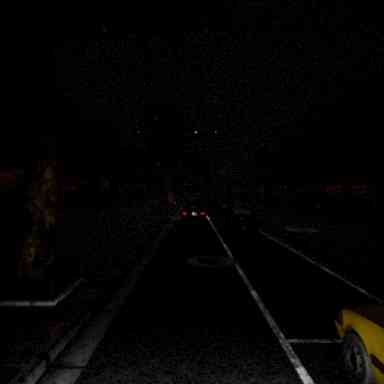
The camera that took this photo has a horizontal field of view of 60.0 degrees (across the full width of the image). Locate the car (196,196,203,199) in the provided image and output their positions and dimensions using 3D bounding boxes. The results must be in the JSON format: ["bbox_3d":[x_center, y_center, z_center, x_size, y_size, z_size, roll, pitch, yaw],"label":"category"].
[{"bbox_3d":[0.100,1.569,43.805,1.895,1.301,4.718,0,0,0],"label":"car"}]

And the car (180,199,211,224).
[{"bbox_3d":[0.101,1.538,25.029,2.033,1.411,5.357,0,0,0],"label":"car"}]

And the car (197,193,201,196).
[{"bbox_3d":[2.650,1.260,63.171,2.192,1.841,5.009,1,0,0],"label":"car"}]

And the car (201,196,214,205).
[{"bbox_3d":[2.647,1.496,57.630,1.887,1.381,4.507,1,0,0],"label":"car"}]

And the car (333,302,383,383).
[{"bbox_3d":[2.646,1.526,2.389,1.752,1.417,4.829,1,0,0],"label":"car"}]

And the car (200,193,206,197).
[{"bbox_3d":[2.650,1.280,46.548,2.192,1.841,5.009,1,0,0],"label":"car"}]

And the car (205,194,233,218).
[{"bbox_3d":[2.650,1.300,29.925,2.192,1.841,5.009,1,0,0],"label":"car"}]

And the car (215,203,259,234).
[{"bbox_3d":[2.647,1.547,18.843,2.008,1.369,4.403,1,0,0],"label":"car"}]

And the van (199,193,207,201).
[{"bbox_3d":[2.650,1.264,79.793,1.690,1.788,3.998,1,0,0],"label":"van"}]

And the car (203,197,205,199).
[{"bbox_3d":[2.647,1.538,41.007,1.947,1.339,4.313,1,0,0],"label":"car"}]
